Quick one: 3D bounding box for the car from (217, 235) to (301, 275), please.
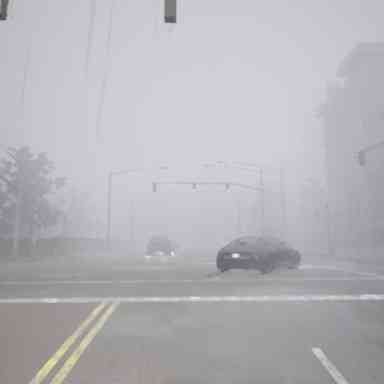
[{"bbox_3d":[2.744,2.436,13.255,1.994,1.385,4.181,-7,-11,36],"label":"car"}]

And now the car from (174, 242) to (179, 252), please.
[{"bbox_3d":[-3.393,7.519,47.032,2.097,1.767,4.553,0,-9,1],"label":"car"}]

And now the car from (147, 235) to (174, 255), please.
[{"bbox_3d":[-3.465,5.644,35.697,2.150,2.045,5.566,0,-9,0],"label":"car"}]
